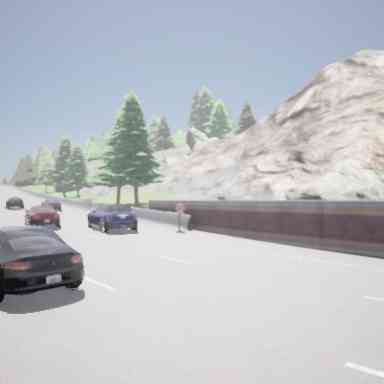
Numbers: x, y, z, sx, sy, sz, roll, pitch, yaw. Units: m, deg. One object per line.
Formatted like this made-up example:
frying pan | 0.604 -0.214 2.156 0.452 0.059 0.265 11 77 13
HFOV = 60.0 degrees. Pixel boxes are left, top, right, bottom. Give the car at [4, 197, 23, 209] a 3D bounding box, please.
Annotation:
car | -22.938 1.387 42.968 1.837 1.490 4.892 1 0 -32

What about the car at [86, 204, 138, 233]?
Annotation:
car | -5.191 1.510 21.239 2.097 1.767 4.553 1 0 -33

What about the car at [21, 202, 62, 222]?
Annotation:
car | -10.237 1.633 22.634 1.812 1.442 4.674 1 0 -32

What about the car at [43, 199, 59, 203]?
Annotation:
car | -17.156 1.540 40.317 2.033 1.411 5.357 1 0 -32

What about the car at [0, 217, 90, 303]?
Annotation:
car | -4.354 1.583 8.338 1.812 1.442 4.674 1 -1 -44
